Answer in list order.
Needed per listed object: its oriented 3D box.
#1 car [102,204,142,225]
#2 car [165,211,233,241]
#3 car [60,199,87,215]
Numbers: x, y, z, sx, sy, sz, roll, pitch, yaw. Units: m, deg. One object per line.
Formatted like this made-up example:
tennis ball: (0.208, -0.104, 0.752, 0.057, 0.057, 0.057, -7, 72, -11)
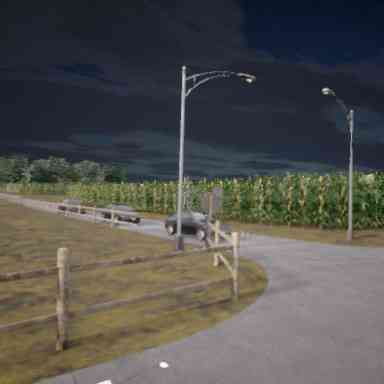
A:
car: (-5.798, 1.795, 27.058, 1.837, 1.490, 4.892, 3, -1, -35)
car: (0.233, 1.812, 18.687, 1.812, 1.442, 4.674, 3, -2, -37)
car: (-13.522, 1.611, 37.930, 2.097, 1.767, 4.553, 3, -2, -34)
